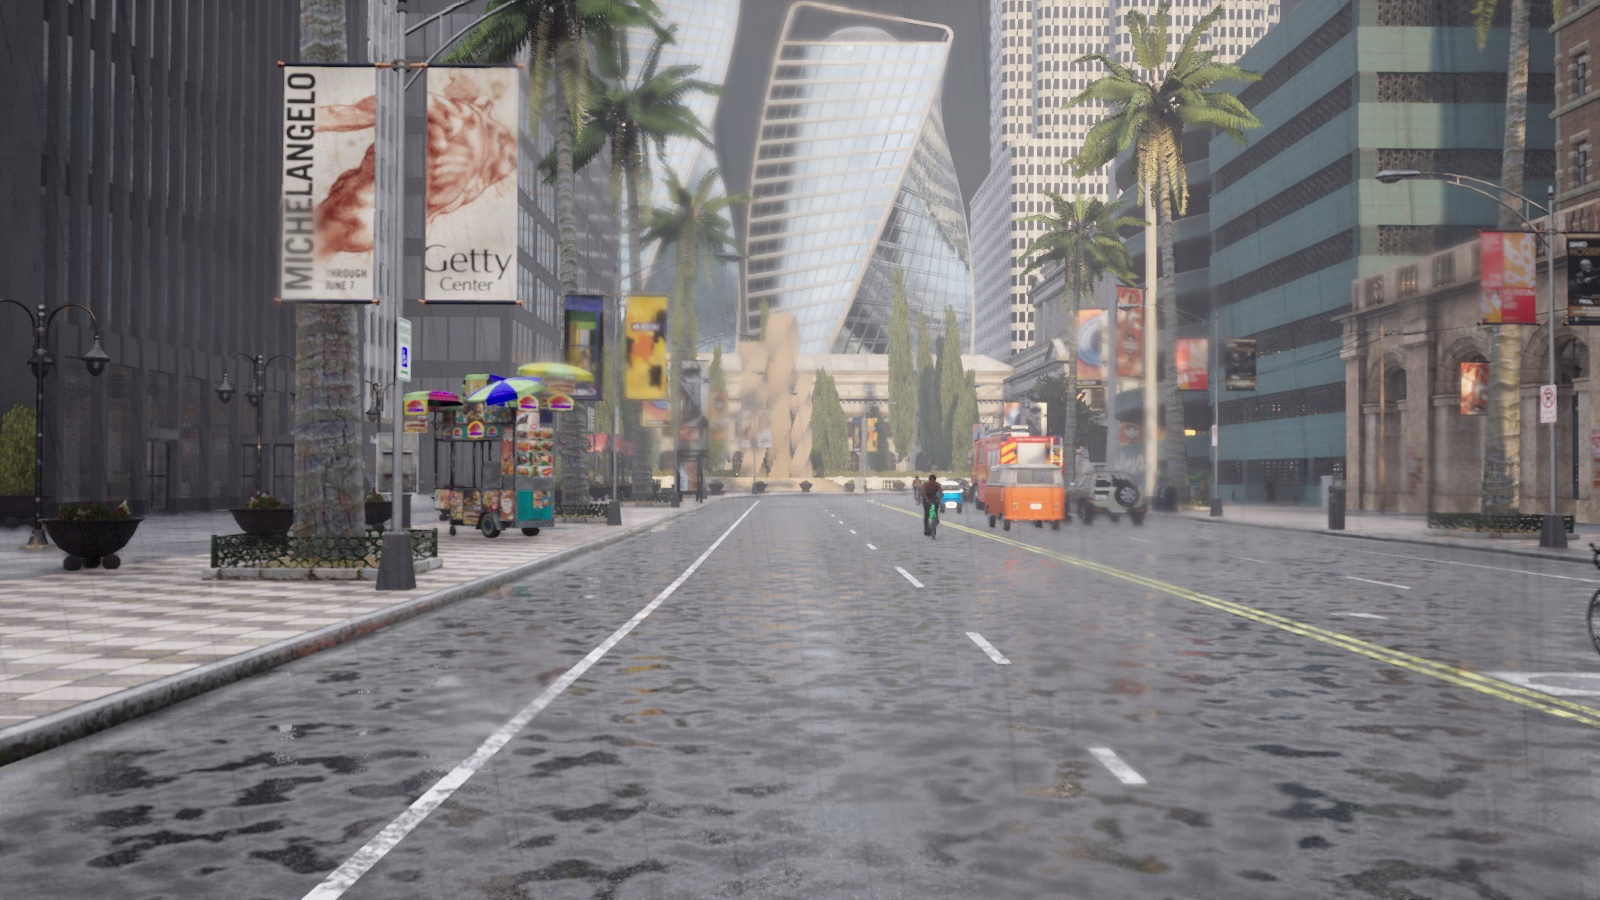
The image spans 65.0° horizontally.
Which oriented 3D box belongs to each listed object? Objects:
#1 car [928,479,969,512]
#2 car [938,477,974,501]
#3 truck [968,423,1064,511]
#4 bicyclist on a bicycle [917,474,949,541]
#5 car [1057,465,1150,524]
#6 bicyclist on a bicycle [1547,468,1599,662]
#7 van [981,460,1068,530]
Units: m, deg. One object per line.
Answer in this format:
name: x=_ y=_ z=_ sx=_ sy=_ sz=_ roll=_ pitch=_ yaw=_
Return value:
car: x=6.497 y=1.989 z=55.137 sx=1.481 sy=1.376 sz=2.207 roll=0 pitch=-1 yaw=-1
car: x=9.754 y=2.423 z=78.783 sx=1.816 sy=1.474 sz=4.193 roll=0 pitch=-1 yaw=1
truck: x=9.945 y=0.829 z=58.700 sx=2.891 sy=3.827 sz=8.468 roll=0 pitch=-1 yaw=-1
bicyclist on a bicycle: x=3.314 y=1.409 z=31.368 sx=0.582 sy=1.620 sz=1.656 roll=0 pitch=-1 yaw=-1
car: x=10.166 y=1.473 z=42.412 sx=1.932 sy=1.855 sz=4.605 roll=0 pitch=-1 yaw=-1
bicyclist on a bicycle: x=6.984 y=0.961 z=10.391 sx=0.582 sy=1.620 sz=1.656 roll=0 pitch=-1 yaw=0
van: x=6.724 y=1.332 z=38.022 sx=1.775 sy=1.987 sz=4.442 roll=0 pitch=-1 yaw=-1
